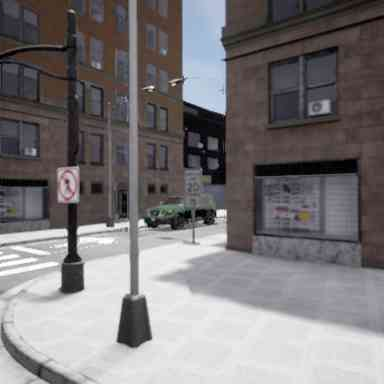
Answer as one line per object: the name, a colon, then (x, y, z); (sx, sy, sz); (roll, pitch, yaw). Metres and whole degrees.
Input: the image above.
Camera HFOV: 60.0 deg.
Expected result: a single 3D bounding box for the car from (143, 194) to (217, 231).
car: (-0.568, 1.178, 20.974); (2.150, 2.045, 5.566); (0, 0, 36)
